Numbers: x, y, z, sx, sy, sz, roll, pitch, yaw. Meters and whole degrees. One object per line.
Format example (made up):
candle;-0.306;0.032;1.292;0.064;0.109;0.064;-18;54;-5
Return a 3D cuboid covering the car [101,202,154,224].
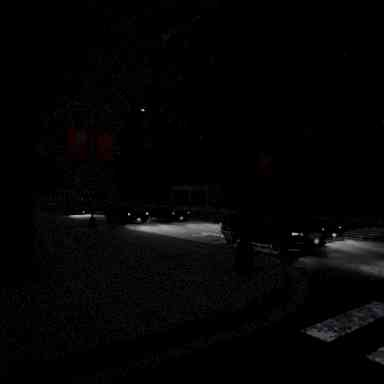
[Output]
car;-5.104;1.682;25.742;1.895;1.301;4.718;0;0;-36

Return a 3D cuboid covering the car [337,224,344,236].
car;4.940;1.585;17.331;2.033;1.411;5.357;0;0;-36

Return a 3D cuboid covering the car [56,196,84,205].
car;-18.615;1.724;50.274;2.128;1.511;4.902;0;0;-36

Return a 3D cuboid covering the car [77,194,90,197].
car;-21.898;1.475;66.151;2.150;2.045;5.566;0;0;-36

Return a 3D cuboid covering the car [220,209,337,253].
car;3.161;1.516;14.024;2.128;1.511;4.902;0;0;-33

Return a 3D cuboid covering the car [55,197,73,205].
car;-25.181;1.745;65.148;2.128;1.511;4.902;0;0;-36

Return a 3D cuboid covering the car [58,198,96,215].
car;-12.586;1.677;36.165;2.033;1.411;5.357;0;0;-35

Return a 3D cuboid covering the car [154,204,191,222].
car;-2.074;1.685;27.091;1.895;1.301;4.718;0;0;-36

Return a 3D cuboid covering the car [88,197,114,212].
car;-9.749;1.626;37.788;2.128;1.511;4.902;0;0;-36
